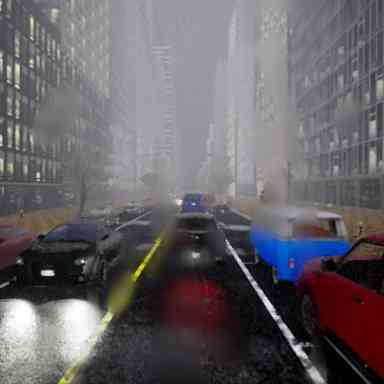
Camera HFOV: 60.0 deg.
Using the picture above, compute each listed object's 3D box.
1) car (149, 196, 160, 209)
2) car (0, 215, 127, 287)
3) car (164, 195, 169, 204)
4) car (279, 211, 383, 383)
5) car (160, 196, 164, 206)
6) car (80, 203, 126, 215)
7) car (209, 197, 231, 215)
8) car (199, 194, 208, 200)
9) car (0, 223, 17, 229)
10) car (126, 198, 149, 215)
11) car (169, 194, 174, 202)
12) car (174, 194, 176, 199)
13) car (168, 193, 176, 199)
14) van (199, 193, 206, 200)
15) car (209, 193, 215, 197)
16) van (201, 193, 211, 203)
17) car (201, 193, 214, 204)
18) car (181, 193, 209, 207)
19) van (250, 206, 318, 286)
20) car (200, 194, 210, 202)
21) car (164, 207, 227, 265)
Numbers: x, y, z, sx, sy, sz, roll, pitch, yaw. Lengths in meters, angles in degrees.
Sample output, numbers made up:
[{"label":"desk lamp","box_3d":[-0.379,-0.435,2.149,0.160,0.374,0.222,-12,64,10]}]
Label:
[{"label":"car","box_3d":[-5.627,1.469,43.198,1.802,1.307,4.206,-1,0,0]},{"label":"car","box_3d":[-3.085,1.540,9.105,1.994,1.385,4.181,0,0,0]},{"label":"car","box_3d":[-5.599,1.368,60.079,1.752,1.417,4.829,-1,0,0]},{"label":"car","box_3d":[2.684,1.307,3.398,2.192,1.841,5.009,-1,0,0]},{"label":"car","box_3d":[-5.619,1.313,48.881,1.967,1.590,4.097,-1,0,0]},{"label":"car","box_3d":[-5.666,1.497,20.463,2.008,1.369,4.403,-1,0,0]},{"label":"car","box_3d":[2.734,1.470,31.816,2.008,1.369,4.403,-1,0,0]},{"label":"car","box_3d":[2.819,1.222,82.969,1.967,1.590,4.097,-1,0,0]},{"label":"car","box_3d":[-5.685,1.558,9.096,1.802,1.307,4.206,-1,0,0]},{"label":"car","box_3d":[-5.646,1.468,31.830,2.008,1.369,4.403,-1,0,0]},{"label":"car","box_3d":[-5.579,1.378,71.616,1.947,1.339,4.313,-1,0,0]},{"label":"car","box_3d":[-5.560,1.331,82.983,2.008,1.369,4.403,-1,0,0]},{"label":"car","box_3d":[-5.541,1.189,94.350,1.967,1.590,4.097,-1,0,0]},{"label":"van","box_3d":[2.828,1.108,88.652,1.690,1.788,3.998,-1,0,0]},{"label":"car","box_3d":[2.770,1.174,54.550,2.192,1.841,5.009,-1,0,0]},{"label":"van","box_3d":[2.790,1.170,65.918,1.690,1.788,3.998,-1,0,0]},{"label":"car","box_3d":[2.780,1.159,60.235,2.192,1.841,5.009,-1,0,0]},{"label":"car","box_3d":[0.149,1.141,31.429,2.150,2.045,5.566,0,0,0]},{"label":"van","box_3d":[2.694,1.318,9.081,1.690,1.788,3.998,-1,0,0]},{"label":"car","box_3d":[2.801,1.254,71.602,1.967,1.590,4.097,-1,0,0]},{"label":"car","box_3d":[0.107,1.476,11.473,1.837,1.490,4.892,0,0,0]}]
